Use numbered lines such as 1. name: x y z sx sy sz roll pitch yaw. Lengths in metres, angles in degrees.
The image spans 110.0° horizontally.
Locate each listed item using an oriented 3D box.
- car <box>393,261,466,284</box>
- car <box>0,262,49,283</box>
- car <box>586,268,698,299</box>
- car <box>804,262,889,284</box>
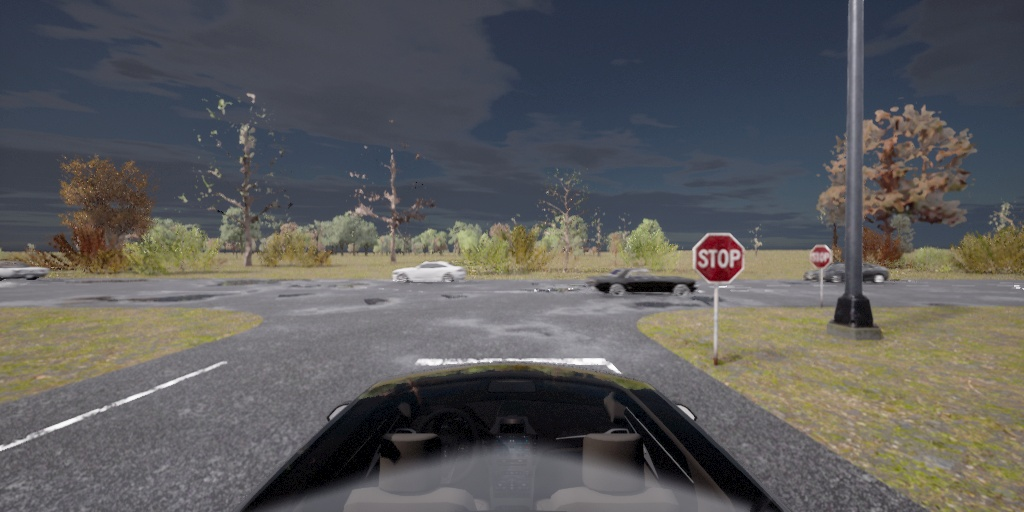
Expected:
1. car: -5.343 1.058 23.448 4.674 1.442 1.812 0 1 -2
2. car: -32.743 1.003 22.629 4.718 1.301 1.895 0 1 -2
3. car: 5.974 1.229 16.722 4.718 1.301 1.895 0 1 -2
4. car: 22.513 1.171 24.235 4.892 1.490 1.837 -1 1 -2
